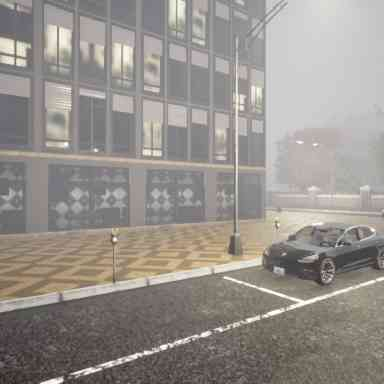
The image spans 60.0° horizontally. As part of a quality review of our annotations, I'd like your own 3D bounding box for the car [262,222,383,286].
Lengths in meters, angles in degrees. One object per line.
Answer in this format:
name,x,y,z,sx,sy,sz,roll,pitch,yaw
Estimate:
car,3.914,1.562,9.438,4.313,1.339,1.947,0,0,-35
